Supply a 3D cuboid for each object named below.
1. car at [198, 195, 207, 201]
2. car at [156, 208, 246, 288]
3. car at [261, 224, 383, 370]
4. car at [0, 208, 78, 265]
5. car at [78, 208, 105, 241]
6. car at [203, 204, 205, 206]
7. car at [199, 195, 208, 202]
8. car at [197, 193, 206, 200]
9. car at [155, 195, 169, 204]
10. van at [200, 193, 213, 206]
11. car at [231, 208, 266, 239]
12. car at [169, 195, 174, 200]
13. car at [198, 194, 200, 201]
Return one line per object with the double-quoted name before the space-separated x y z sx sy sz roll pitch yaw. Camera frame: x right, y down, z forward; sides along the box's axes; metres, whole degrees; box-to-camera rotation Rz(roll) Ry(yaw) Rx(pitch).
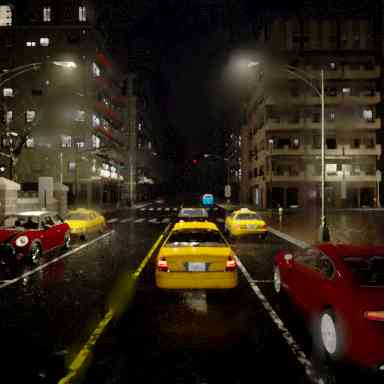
"car" 2.581 1.491 83.374 2.008 1.369 4.403 1 0 0
"car" 0.086 1.458 9.163 1.801 1.575 5.366 0 0 0
"car" 2.690 1.546 5.793 1.887 1.381 4.507 1 0 0
"car" -5.698 1.442 11.417 1.967 1.590 4.097 1 0 0
"car" -5.706 1.527 16.862 1.752 1.417 4.829 1 0 0
"car" 0.080 1.602 19.652 1.895 1.301 4.718 0 0 0
"car" 2.589 1.500 77.703 2.008 1.369 4.403 1 0 0
"car" 2.576 1.245 89.045 2.192 1.841 5.009 1 0 0
"car" -5.768 1.554 60.736 1.802 1.307 4.206 1 0 0
"van" 2.623 1.319 55.019 1.690 1.788 3.998 1 0 0
"car" 2.673 1.527 17.197 1.752 1.417 4.829 1 0 0
"car" -5.808 1.512 89.091 1.802 1.307 4.206 1 0 0
"car" 2.612 1.516 60.691 1.887 1.381 4.507 1 0 0
